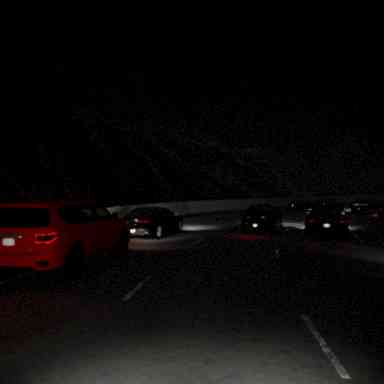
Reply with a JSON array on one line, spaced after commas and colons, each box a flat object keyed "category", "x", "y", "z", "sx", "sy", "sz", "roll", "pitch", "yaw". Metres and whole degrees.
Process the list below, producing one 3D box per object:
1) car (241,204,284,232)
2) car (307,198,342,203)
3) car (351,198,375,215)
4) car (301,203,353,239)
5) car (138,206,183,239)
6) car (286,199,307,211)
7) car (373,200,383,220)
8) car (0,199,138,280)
[{"category": "car", "x": 4.221, "y": 1.468, "z": 19.754, "sx": 1.837, "sy": 1.490, "sz": 4.892, "roll": -1, "pitch": 1, "yaw": 22}, {"category": "car", "x": 14.301, "y": 1.389, "z": 34.687, "sx": 2.128, "sy": 1.511, "sz": 4.902, "roll": 0, "pitch": 0, "yaw": 43}, {"category": "car", "x": 17.269, "y": 1.376, "z": 32.807, "sx": 2.128, "sy": 1.511, "sz": 4.902, "roll": 0, "pitch": 0, "yaw": 44}, {"category": "car", "x": 6.960, "y": 1.514, "z": 17.307, "sx": 1.994, "sy": 1.385, "sz": 4.181, "roll": 0, "pitch": 0, "yaw": 21}, {"category": "car", "x": -1.961, "y": 1.499, "z": 17.380, "sx": 1.837, "sy": 1.490, "sz": 4.892, "roll": 0, "pitch": 0, "yaw": 18}, {"category": "car", "x": 12.754, "y": 1.466, "z": 38.573, "sx": 4.181, "sy": 1.385, "sz": 1.994, "roll": 0, "pitch": 0, "yaw": -42}, {"category": "car", "x": 15.798, "y": 1.462, "z": 25.971, "sx": 1.994, "sy": 1.385, "sz": 4.181, "roll": 0, "pitch": 0, "yaw": 36}, {"category": "car", "x": -3.738, "y": 1.233, "z": 10.264, "sx": 2.150, "sy": 2.045, "sz": 5.566, "roll": 0, "pitch": 0, "yaw": 10}]
